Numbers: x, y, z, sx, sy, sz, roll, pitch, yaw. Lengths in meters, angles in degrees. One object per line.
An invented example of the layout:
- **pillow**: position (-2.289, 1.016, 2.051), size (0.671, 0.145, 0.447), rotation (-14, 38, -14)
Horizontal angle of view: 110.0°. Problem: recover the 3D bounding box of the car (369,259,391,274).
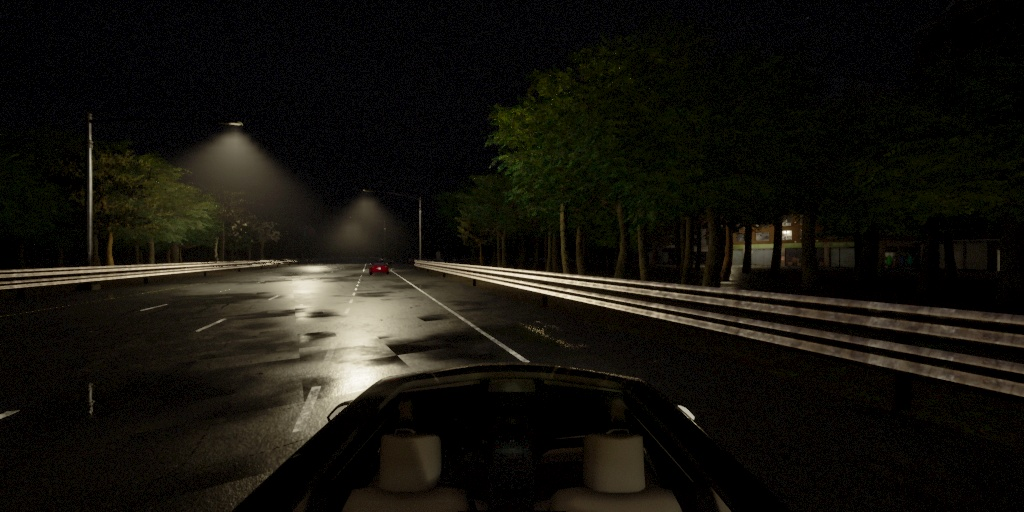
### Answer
- **car**: position (-15.225, 1.309, 40.998), size (1.994, 1.385, 4.181), rotation (0, 0, -22)
